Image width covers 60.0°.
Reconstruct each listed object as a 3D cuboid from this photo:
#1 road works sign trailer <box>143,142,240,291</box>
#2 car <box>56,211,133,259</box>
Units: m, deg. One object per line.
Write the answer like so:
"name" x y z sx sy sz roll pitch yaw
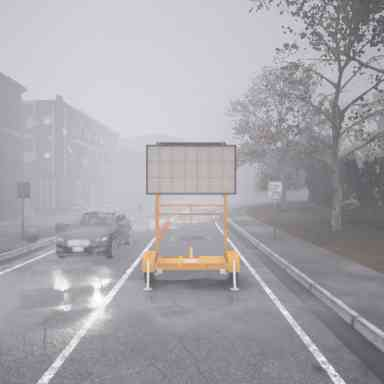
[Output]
"road works sign trailer" -0.021 0.467 9.013 2.380 3.560 2.880 0 0 0
"car" -3.493 1.495 12.647 2.128 1.511 4.902 0 0 0
